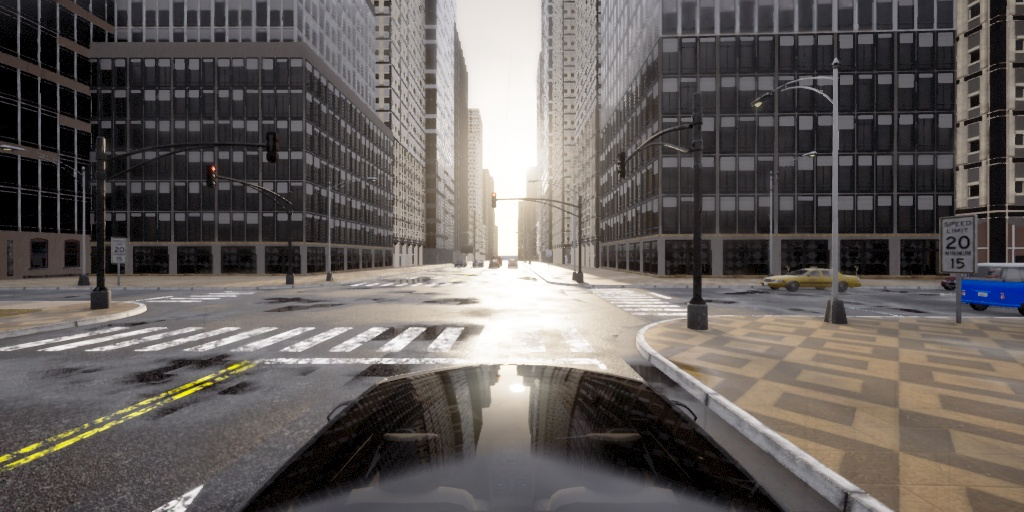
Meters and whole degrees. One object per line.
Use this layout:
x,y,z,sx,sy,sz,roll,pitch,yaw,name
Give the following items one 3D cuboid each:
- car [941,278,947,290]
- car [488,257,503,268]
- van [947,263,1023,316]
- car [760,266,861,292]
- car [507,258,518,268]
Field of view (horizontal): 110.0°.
26.964,1.356,20.190,4.207,1.307,1.802,0,0,2,car
-3.105,1.386,63.331,1.812,1.442,4.674,0,0,0,car
18.382,1.119,12.524,3.998,1.789,1.690,0,0,2,van
17.131,1.293,20.699,4.829,1.417,1.751,0,0,2,car
0.146,1.407,63.323,2.033,1.411,5.357,0,0,0,car
